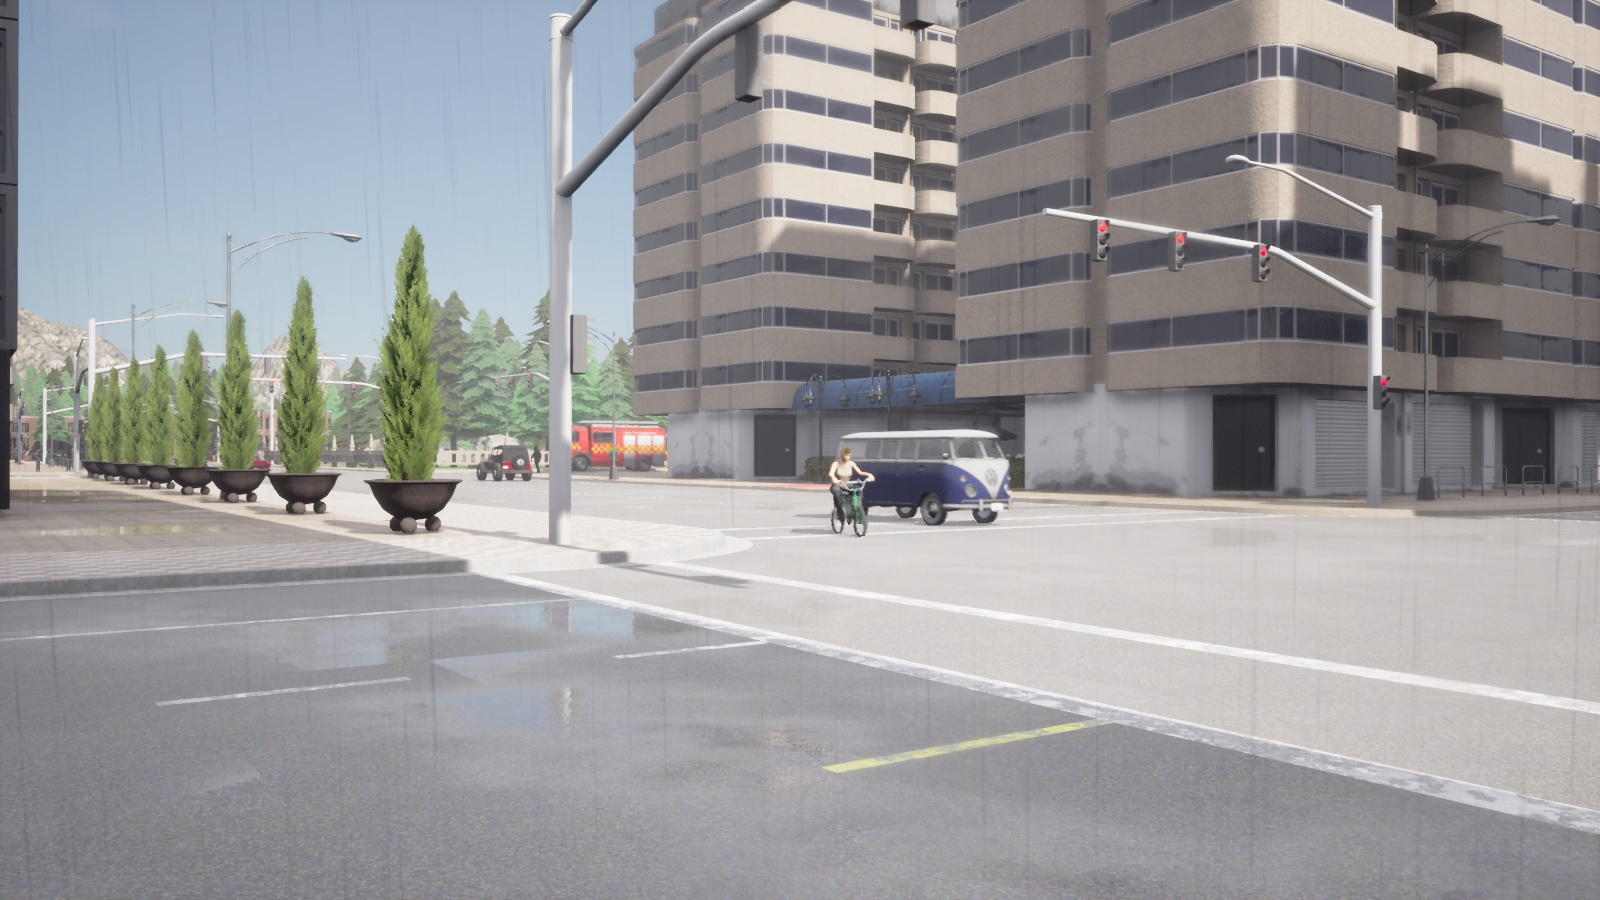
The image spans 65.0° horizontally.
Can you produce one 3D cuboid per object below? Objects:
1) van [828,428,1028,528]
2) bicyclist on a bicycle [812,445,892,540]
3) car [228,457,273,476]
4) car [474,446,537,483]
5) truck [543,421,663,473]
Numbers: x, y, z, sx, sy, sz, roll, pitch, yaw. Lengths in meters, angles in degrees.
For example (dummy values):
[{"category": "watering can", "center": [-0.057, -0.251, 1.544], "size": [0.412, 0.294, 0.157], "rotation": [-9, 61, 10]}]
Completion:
[{"category": "van", "center": [2.657, 0.558, 27.091], "size": [1.775, 1.987, 4.442], "rotation": [0, 0, -36]}, {"category": "bicyclist on a bicycle", "center": [0.916, 0.735, 22.510], "size": [0.866, 1.612, 1.509], "rotation": [-1, 1, -22]}, {"category": "car", "center": [-37.128, 1.111, 84.808], "size": [1.895, 1.301, 4.718], "rotation": [0, -1, -35]}, {"category": "car", "center": [-15.399, 0.734, 65.583], "size": [1.905, 1.878, 3.866], "rotation": [0, 0, -34]}, {"category": "truck", "center": [-14.844, -0.212, 94.800], "size": [8.468, 3.827, 2.891], "rotation": [0, 0, -30]}]
